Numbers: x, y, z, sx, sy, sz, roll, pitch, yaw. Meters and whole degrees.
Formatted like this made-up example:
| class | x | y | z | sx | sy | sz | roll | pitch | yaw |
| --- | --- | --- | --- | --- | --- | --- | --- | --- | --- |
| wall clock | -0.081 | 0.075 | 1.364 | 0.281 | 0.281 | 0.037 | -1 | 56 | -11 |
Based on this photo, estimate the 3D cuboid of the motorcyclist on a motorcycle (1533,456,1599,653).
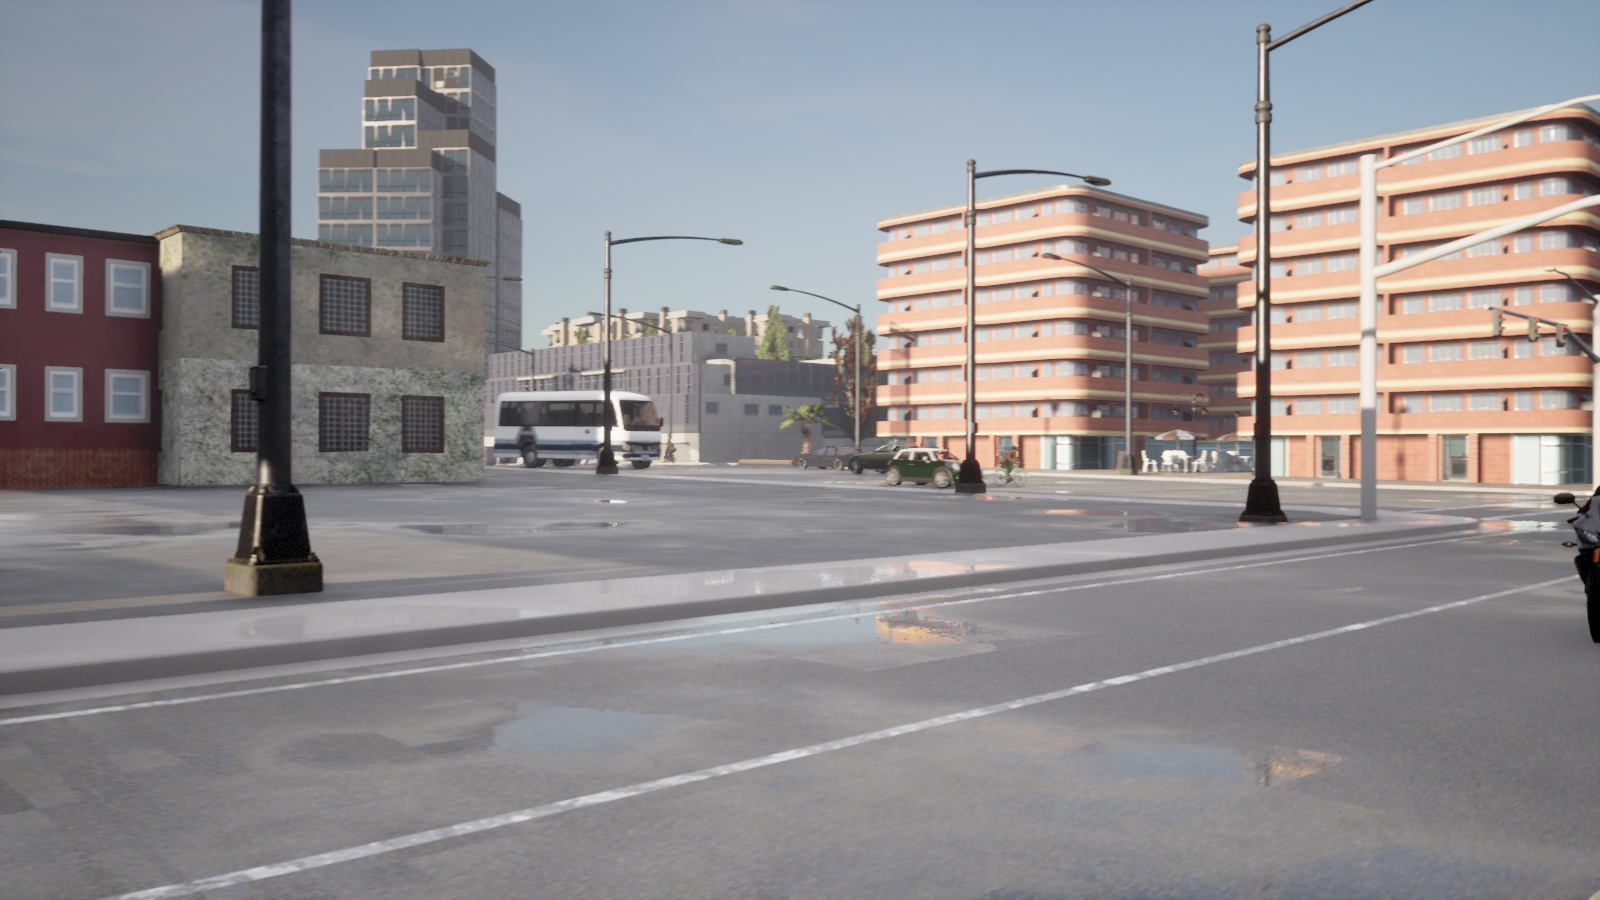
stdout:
| class | x | y | z | sx | sy | sz | roll | pitch | yaw |
| --- | --- | --- | --- | --- | --- | --- | --- | --- | --- |
| motorcyclist on a motorcycle | 6.994 | 0.818 | 10.556 | 2.191 | 1.530 | 0.866 | 0 | 0 | -44 |

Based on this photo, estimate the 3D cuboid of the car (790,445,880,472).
| class | x | y | z | sx | sy | sz | roll | pitch | yaw |
| --- | --- | --- | --- | --- | --- | --- | --- | --- | --- |
| car | 1.960 | 0.474 | 72.260 | 2.033 | 1.411 | 5.357 | 0 | 1 | -43 |

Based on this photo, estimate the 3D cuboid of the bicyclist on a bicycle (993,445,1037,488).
| class | x | y | z | sx | sy | sz | roll | pitch | yaw |
| --- | --- | --- | --- | --- | --- | --- | --- | --- | --- |
| bicyclist on a bicycle | 8.504 | 0.638 | 49.724 | 0.582 | 1.620 | 1.656 | 0 | 1 | -43 |

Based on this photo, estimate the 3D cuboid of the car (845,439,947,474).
| class | x | y | z | sx | sy | sz | roll | pitch | yaw |
| --- | --- | --- | --- | --- | --- | --- | --- | --- | --- |
| car | 4.863 | 0.306 | 63.966 | 2.152 | 1.651 | 5.027 | 0 | 1 | -43 |

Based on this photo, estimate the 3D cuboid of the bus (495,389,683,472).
| class | x | y | z | sx | sy | sz | roll | pitch | yaw |
| --- | --- | --- | --- | --- | --- | --- | --- | --- | --- |
| bus | -11.671 | -1.057 | 68.884 | 10.273 | 4.253 | 3.944 | 1 | 1 | 34 |

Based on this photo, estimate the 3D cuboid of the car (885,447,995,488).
| class | x | y | z | sx | sy | sz | roll | pitch | yaw |
| --- | --- | --- | --- | --- | --- | --- | --- | --- | --- |
| car | 5.309 | 0.631 | 48.021 | 1.970 | 1.475 | 3.806 | 0 | 1 | -43 |
